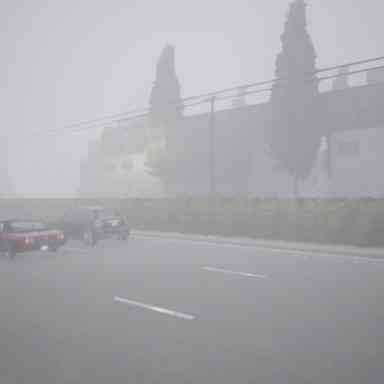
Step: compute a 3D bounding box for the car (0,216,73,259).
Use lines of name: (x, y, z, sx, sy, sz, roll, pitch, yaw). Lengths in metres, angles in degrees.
car: (-7.107, 1.737, 13.267, 4.718, 1.301, 1.895, -1, 0, 36)

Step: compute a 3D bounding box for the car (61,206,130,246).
car: (-5.212, 1.488, 16.219, 4.553, 1.767, 2.097, -1, 0, 36)
